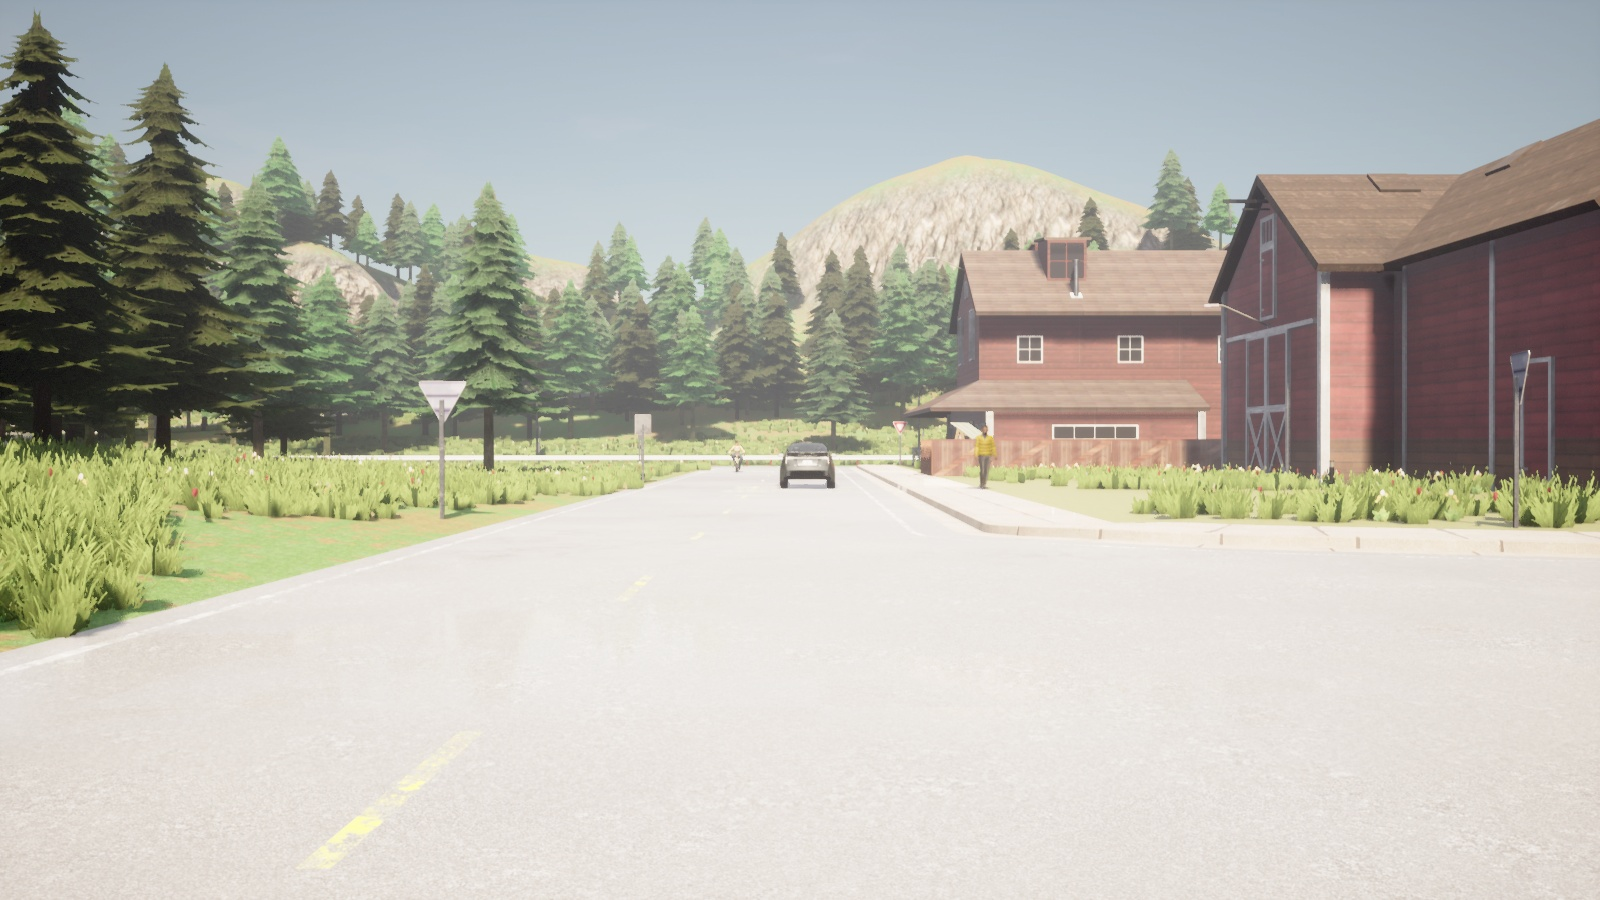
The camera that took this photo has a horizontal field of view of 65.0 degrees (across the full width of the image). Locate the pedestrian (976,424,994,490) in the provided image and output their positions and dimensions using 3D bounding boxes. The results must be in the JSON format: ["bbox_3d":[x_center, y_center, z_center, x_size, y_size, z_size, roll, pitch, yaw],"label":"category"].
[{"bbox_3d":[5.227,0.201,35.530,0.431,1.840,0.709,0,0,2],"label":"pedestrian"}]

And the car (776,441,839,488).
[{"bbox_3d":[0.252,0.447,42.702,2.007,1.525,4.514,0,0,0],"label":"car"}]
